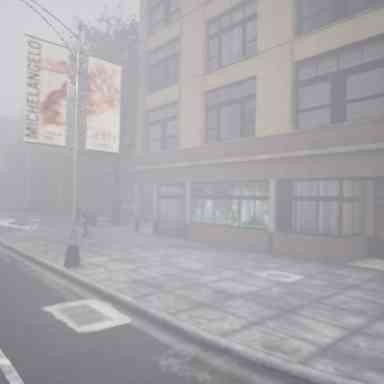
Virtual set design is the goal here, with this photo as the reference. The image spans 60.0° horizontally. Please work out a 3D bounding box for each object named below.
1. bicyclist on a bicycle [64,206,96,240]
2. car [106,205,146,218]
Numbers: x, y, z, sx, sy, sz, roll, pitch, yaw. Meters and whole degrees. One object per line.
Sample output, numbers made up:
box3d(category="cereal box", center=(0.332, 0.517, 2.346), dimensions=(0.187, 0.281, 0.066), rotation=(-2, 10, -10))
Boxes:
box3d(category="bicyclist on a bicycle", center=(-5.439, 1.534, 16.264), dimensions=(1.656, 1.620, 0.582), rotation=(2, -1, -42))
box3d(category="car", center=(-7.303, 2.168, 37.295), dimensions=(4.674, 1.442, 1.812), rotation=(2, -2, -42))
